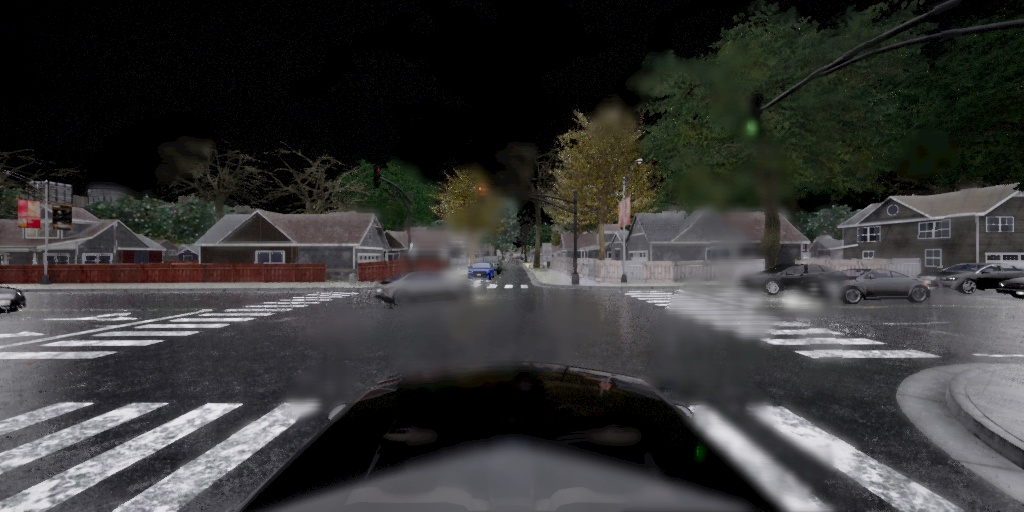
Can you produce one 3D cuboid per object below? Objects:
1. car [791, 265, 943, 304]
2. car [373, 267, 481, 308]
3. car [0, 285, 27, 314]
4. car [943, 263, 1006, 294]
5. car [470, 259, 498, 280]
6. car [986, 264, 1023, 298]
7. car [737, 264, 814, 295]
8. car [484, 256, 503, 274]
[{"bbox_3d":[14.717,1.217,15.087,4.181,1.385,1.994,0,0,1],"label":"car"},{"bbox_3d":[-3.737,1.320,15.481,4.181,1.385,1.994,0,0,-40],"label":"car"},{"bbox_3d":[-19.689,1.351,12.186,4.902,1.511,2.128,0,0,1],"label":"car"},{"bbox_3d":[23.593,1.094,18.197,4.902,1.511,2.128,0,0,1],"label":"car"},{"bbox_3d":[-2.592,1.242,31.429,1.882,1.535,5.008,0,0,1],"label":"car"},{"bbox_3d":[23.954,1.150,14.939,5.357,1.411,2.033,0,0,1],"label":"car"},{"bbox_3d":[14.263,1.159,18.335,4.892,1.490,1.837,0,0,2],"label":"car"},{"bbox_3d":[-2.397,0.994,41.665,2.150,2.045,5.566,0,0,1],"label":"car"}]
